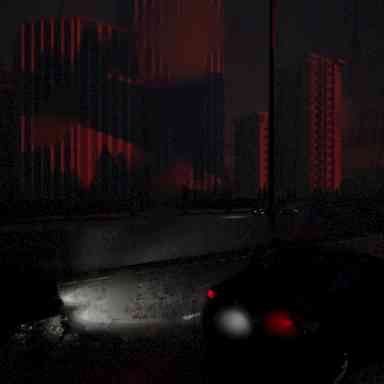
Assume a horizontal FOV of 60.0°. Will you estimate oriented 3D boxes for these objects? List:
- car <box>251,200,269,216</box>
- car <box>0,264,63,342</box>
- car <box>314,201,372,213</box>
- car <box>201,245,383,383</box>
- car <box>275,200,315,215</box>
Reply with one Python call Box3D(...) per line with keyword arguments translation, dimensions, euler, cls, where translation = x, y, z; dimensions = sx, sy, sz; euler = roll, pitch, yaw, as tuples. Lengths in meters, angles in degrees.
Box3D(translation=(7.552, 1.488, 30.603), dimensions=(4.892, 1.490, 1.837), euler=(0, 0, -35), cls="car")
Box3D(translation=(-4.765, 1.544, 4.637), dimensions=(5.357, 1.411, 2.033), euler=(0, 0, -36), cls="car")
Box3D(translation=(11.639, 1.492, 24.919), dimensions=(4.892, 1.490, 1.837), euler=(0, 0, -35), cls="car")
Box3D(translation=(2.202, 1.561, 5.259), dimensions=(4.181, 1.385, 1.994), euler=(0, 0, -35), cls="car")
Box3D(translation=(9.405, 1.463, 27.628), dimensions=(5.008, 1.535, 1.882), euler=(0, 0, -35), cls="car")
